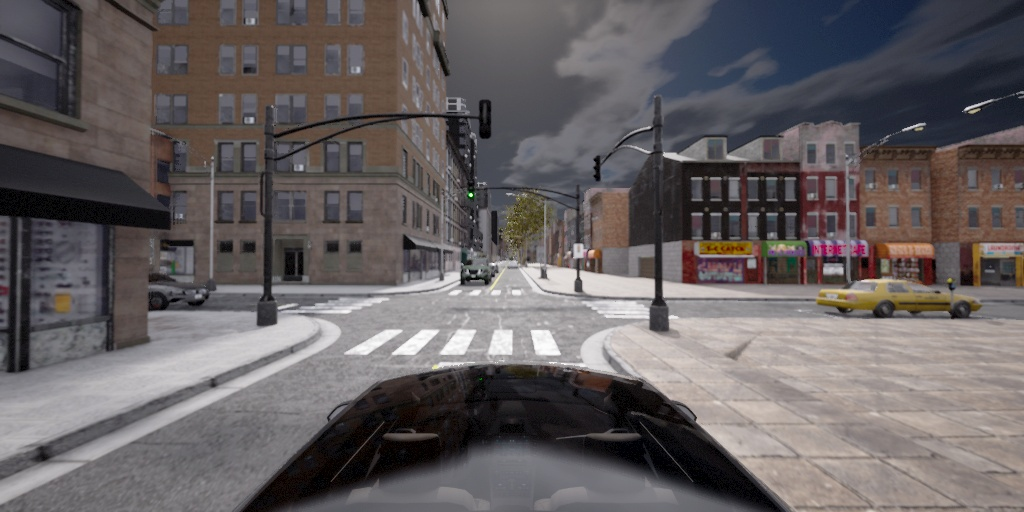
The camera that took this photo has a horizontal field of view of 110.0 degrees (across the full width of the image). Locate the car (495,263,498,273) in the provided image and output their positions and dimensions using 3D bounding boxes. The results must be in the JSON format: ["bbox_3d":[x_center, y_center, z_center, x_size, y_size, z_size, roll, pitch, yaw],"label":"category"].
[{"bbox_3d":[-2.852,1.587,39.066,1.994,1.385,4.181,0,0,0],"label":"car"}]

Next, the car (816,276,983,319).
[{"bbox_3d":[13.886,1.434,12.965,4.829,1.417,1.751,0,0,0],"label":"car"}]

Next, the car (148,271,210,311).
[{"bbox_3d":[-14.408,1.290,13.808,4.674,1.442,1.812,0,-1,0],"label":"car"}]

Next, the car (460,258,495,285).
[{"bbox_3d":[-2.845,1.172,29.153,2.150,2.045,5.566,0,0,0],"label":"car"}]
